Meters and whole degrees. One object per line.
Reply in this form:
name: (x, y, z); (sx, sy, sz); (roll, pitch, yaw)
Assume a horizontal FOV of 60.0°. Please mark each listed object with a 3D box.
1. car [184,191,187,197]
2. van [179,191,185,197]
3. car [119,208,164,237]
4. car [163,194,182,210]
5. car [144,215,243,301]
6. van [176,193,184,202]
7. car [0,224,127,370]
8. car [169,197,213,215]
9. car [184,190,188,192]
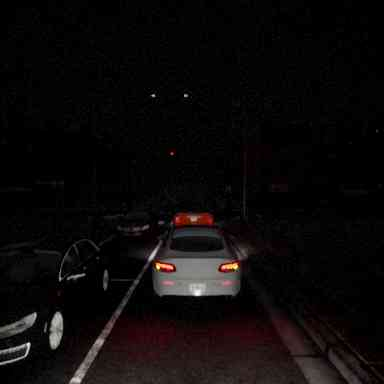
car: (-2.731, 1.261, 71.228); (2.192, 1.841, 5.009); (-1, 0, 0)
van: (-2.725, 1.316, 65.684); (1.690, 1.788, 3.998); (-1, 0, 0)
car: (-2.674, 1.571, 16.751); (1.802, 1.307, 4.206); (-2, 0, 0)
car: (-2.706, 1.455, 43.529); (1.967, 1.590, 4.097); (-2, 0, 0)
car: (0.092, 1.517, 8.149); (1.812, 1.442, 4.674); (0, 0, 0)
van: (-2.733, 1.251, 76.765); (1.690, 1.788, 3.998); (-1, 0, 0)
car: (-2.664, 1.544, 5.857); (2.008, 1.369, 4.403); (-2, 0, 0)
car: (0.083, 1.341, 18.111); (2.097, 1.767, 4.553); (0, 0, 0)
car: (-2.745, 1.071, 93.398); (2.192, 1.841, 5.009); (-1, 1, 0)
